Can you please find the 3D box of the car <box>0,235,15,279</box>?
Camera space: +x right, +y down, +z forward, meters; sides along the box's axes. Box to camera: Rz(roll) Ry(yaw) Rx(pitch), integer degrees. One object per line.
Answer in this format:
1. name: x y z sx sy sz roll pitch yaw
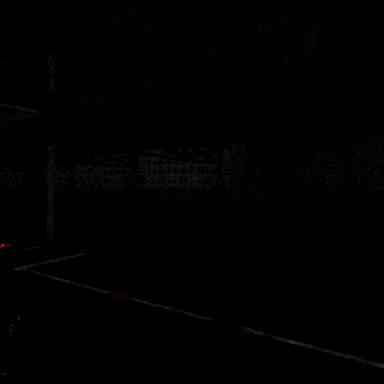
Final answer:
1. car: -6.497 1.446 8.612 4.902 1.511 2.128 1 0 35
